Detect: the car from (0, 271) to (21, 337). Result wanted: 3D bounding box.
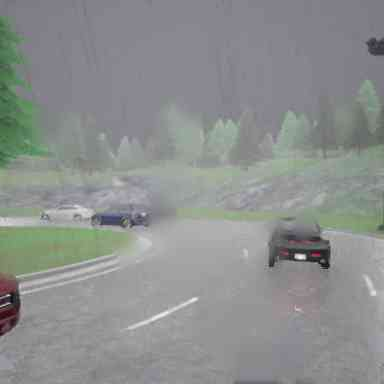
[{"bbox_3d":[-5.055,1.522,4.364,5.008,1.535,1.882,1,0,-29],"label":"car"}]

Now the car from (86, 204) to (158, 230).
[{"bbox_3d":[-5.032,1.623,23.700,4.553,1.767,2.097,0,0,35],"label":"car"}]

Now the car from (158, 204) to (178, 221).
[{"bbox_3d":[-3.703,1.847,30.804,4.902,1.511,2.128,0,-1,26],"label":"car"}]

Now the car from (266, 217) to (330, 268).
[{"bbox_3d":[3.698,1.654,11.986,1.837,1.490,4.892,1,0,13],"label":"car"}]

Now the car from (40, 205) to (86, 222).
[{"bbox_3d":[-10.846,1.848,29.044,4.674,1.442,1.812,0,-1,5],"label":"car"}]
